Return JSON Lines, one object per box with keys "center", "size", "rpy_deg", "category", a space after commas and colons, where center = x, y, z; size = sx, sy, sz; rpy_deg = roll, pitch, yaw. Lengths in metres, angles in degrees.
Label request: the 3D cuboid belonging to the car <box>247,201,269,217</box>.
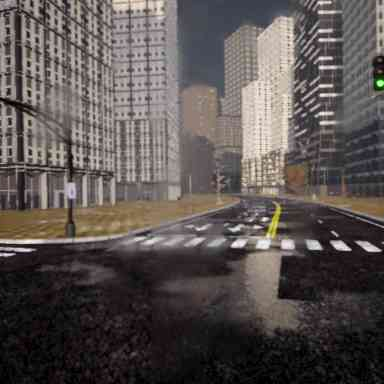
{"center": [6.398, 1.556, 31.876], "size": [2.033, 1.411, 5.357], "rpy_deg": [-1, 0, 15], "category": "car"}
